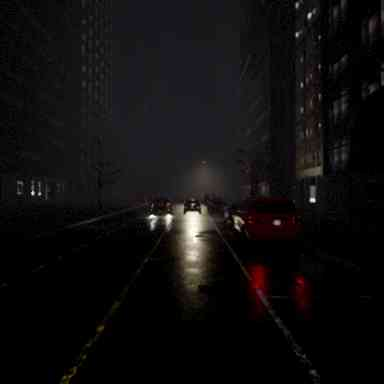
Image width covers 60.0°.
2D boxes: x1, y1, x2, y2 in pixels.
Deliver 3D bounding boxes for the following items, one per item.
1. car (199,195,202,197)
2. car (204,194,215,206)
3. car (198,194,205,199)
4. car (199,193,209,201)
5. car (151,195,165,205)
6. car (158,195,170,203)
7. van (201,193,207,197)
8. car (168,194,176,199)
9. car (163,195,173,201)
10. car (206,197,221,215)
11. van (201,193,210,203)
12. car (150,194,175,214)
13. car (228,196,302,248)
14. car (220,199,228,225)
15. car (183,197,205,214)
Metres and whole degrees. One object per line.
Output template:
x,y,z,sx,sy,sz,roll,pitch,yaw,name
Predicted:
0.041,1.517,47.007,1.895,1.301,4.718,0,0,1,car
2.700,1.371,38.982,1.967,1.590,4.097,0,0,0,car
2.702,1.337,95.566,1.752,1.417,4.829,1,0,0,car
2.704,1.165,78.472,2.192,1.841,5.009,1,0,0,car
-5.679,1.338,55.879,1.967,1.590,4.097,1,0,0,car
-5.680,1.425,67.164,2.008,1.369,4.403,1,0,0,car
2.701,1.251,50.264,1.690,1.788,3.998,1,0,0,van
-5.679,1.363,95.378,2.008,1.369,4.403,1,0,0,car
-5.680,1.401,78.450,2.008,1.369,4.403,1,0,0,car
2.699,1.486,33.341,1.887,1.381,4.507,0,0,0,car
2.703,1.215,67.190,1.690,1.788,3.998,1,0,0,van
-3.093,1.292,34.305,2.097,1.767,4.553,0,0,0,car
3.107,1.204,14.827,2.150,2.045,5.566,0,0,0,car
3.140,1.441,21.798,1.882,1.535,5.008,0,0,0,car
0.042,1.488,33.946,2.033,1.411,5.357,0,0,1,car
